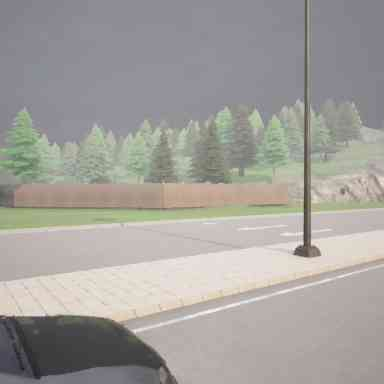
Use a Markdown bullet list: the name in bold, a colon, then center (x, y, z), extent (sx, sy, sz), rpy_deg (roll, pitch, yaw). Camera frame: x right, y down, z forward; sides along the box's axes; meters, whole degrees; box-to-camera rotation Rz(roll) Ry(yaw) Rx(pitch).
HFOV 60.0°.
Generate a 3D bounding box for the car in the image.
- **car**: center (-2.114, 1.564, 2.249), extent (4.181, 1.385, 1.994), rpy_deg (0, 0, -35)
